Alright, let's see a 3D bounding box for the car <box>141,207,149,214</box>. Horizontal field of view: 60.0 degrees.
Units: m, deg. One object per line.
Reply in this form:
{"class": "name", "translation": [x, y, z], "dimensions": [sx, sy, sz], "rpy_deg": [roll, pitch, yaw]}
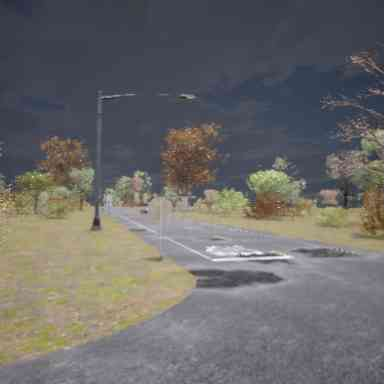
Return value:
{"class": "car", "translation": [-7.790, 3.207, 58.148], "dimensions": [1.895, 1.301, 4.718], "rpy_deg": [2, -2, -17]}
